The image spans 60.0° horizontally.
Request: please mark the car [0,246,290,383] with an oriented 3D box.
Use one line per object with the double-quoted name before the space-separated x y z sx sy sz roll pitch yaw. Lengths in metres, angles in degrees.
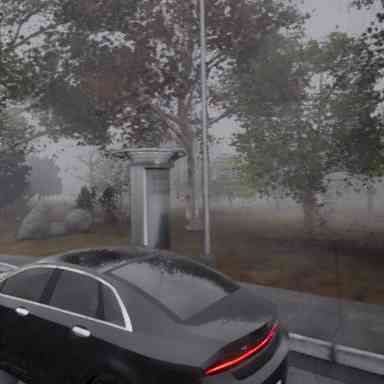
"car" -1.282 1.479 4.248 4.892 1.490 1.837 0 0 35
